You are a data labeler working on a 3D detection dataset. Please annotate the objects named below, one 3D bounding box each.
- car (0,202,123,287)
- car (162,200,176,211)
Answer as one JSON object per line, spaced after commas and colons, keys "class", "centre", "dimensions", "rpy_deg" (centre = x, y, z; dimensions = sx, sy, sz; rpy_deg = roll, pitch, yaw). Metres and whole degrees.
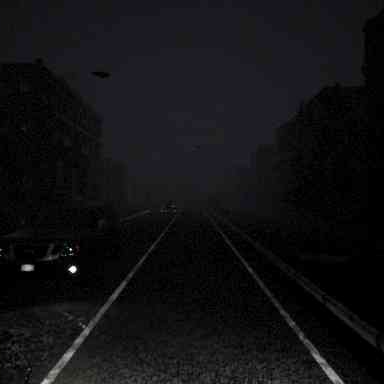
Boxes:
{"class": "car", "centre": [-3.587, 1.333, 10.027], "dimensions": [2.150, 2.045, 5.566], "rpy_deg": [0, -1, 0]}
{"class": "car", "centre": [-3.509, 2.093, 51.766], "dimensions": [1.837, 1.490, 4.892], "rpy_deg": [0, -1, 0]}
